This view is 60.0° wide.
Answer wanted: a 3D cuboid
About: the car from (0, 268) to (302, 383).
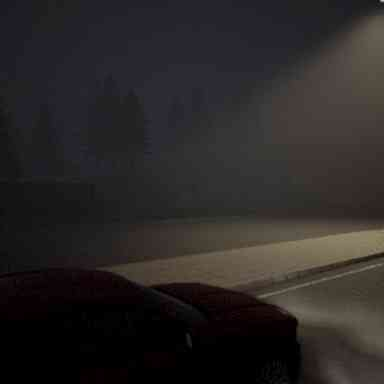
[{"bbox_3d":[-1.088,1.474,2.969,5.008,1.535,1.882,0,0,-36],"label":"car"}]
